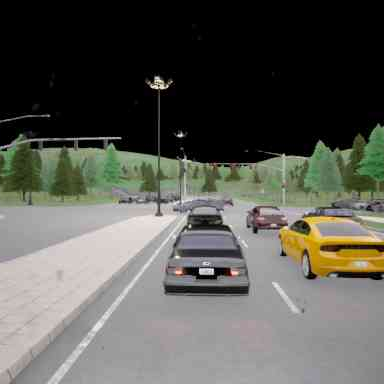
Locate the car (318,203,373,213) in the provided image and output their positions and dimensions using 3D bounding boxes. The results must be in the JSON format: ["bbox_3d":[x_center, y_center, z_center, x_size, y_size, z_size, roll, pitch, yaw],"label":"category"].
[{"bbox_3d":[7.746,1.547,18.824,2.033,1.411,5.357,0,0,3],"label":"car"}]

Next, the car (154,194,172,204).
[{"bbox_3d":[-5.589,1.600,63.396,1.895,1.301,4.718,0,0,3],"label":"car"}]

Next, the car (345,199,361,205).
[{"bbox_3d":[20.810,1.601,38.438,4.718,1.301,1.895,0,0,3],"label":"car"}]

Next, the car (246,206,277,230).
[{"bbox_3d":[4.261,1.526,19.207,1.812,1.442,4.674,0,0,3],"label":"car"}]

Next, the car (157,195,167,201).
[{"bbox_3d":[-8.016,1.524,89.375,2.128,1.511,4.902,0,0,2],"label":"car"}]

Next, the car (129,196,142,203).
[{"bbox_3d":[-12.206,1.524,72.047,1.812,1.442,4.674,0,0,2],"label":"car"}]

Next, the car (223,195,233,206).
[{"bbox_3d":[5.779,1.351,56.362,2.097,1.767,4.553,0,0,1],"label":"car"}]

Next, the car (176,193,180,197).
[{"bbox_3d":[-4.782,1.224,82.622,2.150,2.045,5.566,0,0,2],"label":"car"}]

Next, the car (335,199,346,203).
[{"bbox_3d":[19.762,1.564,41.996,4.181,1.385,1.994,0,0,3],"label":"car"}]

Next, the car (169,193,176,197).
[{"bbox_3d":[-5.189,1.355,72.330,2.097,1.767,4.553,0,0,2],"label":"car"}]

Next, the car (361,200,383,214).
[{"bbox_3d":[20.636,1.564,34.931,4.181,1.385,1.994,0,0,3],"label":"car"}]

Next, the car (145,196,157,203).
[{"bbox_3d":[-8.739,1.552,71.137,1.994,1.385,4.181,0,0,2],"label":"car"}]

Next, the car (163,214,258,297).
[{"bbox_3d":[0.378,1.547,8.781,2.033,1.411,5.357,0,0,2],"label":"car"}]

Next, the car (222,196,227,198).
[{"bbox_3d":[1.278,1.491,38.908,4.902,1.511,2.128,0,0,-1],"label":"car"}]

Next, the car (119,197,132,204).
[{"bbox_3d":[-12.588,1.563,63.427,1.994,1.385,4.181,0,0,3],"label":"car"}]

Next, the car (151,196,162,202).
[{"bbox_3d":[-8.418,1.552,79.249,1.994,1.385,4.181,0,0,2],"label":"car"}]

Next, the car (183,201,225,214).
[{"bbox_3d":[0.727,1.477,18.601,1.882,1.535,5.008,0,0,3],"label":"car"}]

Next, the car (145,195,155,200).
[{"bbox_3d":[-11.447,1.539,91.138,2.033,1.411,5.357,0,0,2],"label":"car"}]

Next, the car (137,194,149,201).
[{"bbox_3d":[-11.856,1.354,80.903,2.097,1.767,4.553,0,0,2],"label":"car"}]

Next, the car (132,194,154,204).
[{"bbox_3d":[-9.149,1.491,62.285,2.128,1.511,4.902,0,0,3],"label":"car"}]

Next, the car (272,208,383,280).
[{"bbox_3d":[3.933,1.478,9.988,1.882,1.535,5.008,0,0,3],"label":"car"}]

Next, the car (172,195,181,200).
[{"bbox_3d":[-4.356,1.533,93.025,2.033,1.411,5.357,0,0,3],"label":"car"}]

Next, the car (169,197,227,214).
[{"bbox_3d":[0.598,1.547,35.190,5.357,1.411,2.033,0,0,-1],"label":"car"}]
